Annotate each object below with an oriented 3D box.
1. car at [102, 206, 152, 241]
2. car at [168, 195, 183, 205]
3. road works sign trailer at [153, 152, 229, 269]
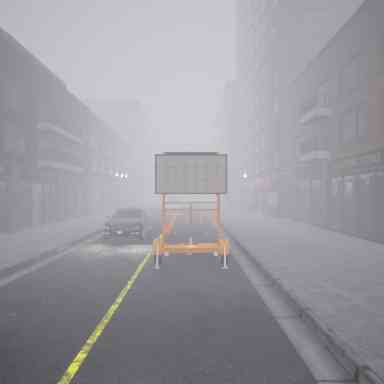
[{"bbox_3d":[-3.154,1.510,16.897,1.837,1.490,4.892,0,0,0],"label":"car"},{"bbox_3d":[-3.268,1.538,59.965,2.128,1.511,4.902,0,0,0],"label":"car"},{"bbox_3d":[-0.029,0.467,11.182,2.380,3.560,2.880,0,0,0],"label":"road works sign trailer"}]
